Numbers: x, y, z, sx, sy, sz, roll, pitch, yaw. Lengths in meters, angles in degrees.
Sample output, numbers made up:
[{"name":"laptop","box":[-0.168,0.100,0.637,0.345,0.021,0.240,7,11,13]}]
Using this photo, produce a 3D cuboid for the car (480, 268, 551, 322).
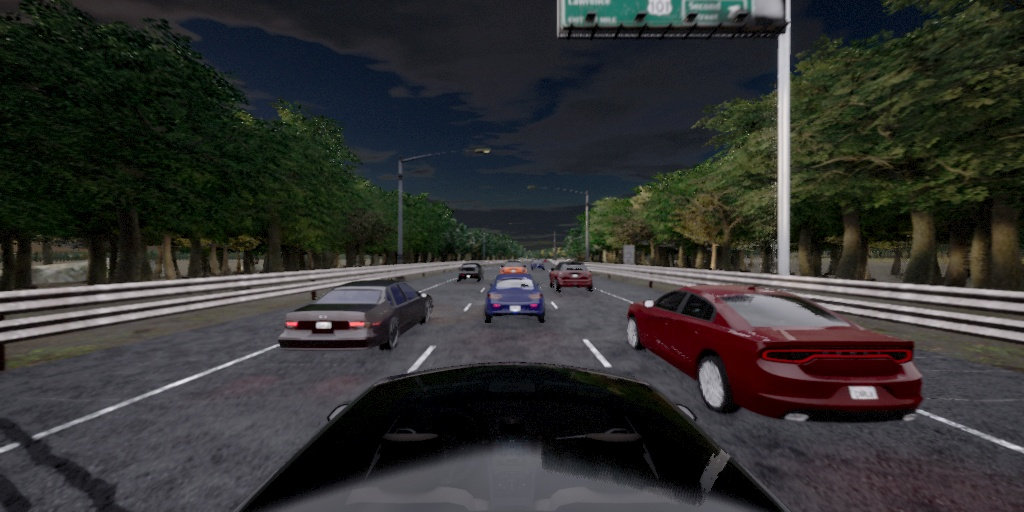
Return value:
[{"name":"car","box":[0.085,1.296,12.242,1.812,1.442,4.674,0,0,0]}]

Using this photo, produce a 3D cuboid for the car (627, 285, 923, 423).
[{"name":"car","box":[3.498,1.216,6.046,1.882,1.535,5.008,0,0,0]}]

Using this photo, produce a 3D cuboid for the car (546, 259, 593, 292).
[{"name":"car","box":[3.498,1.131,22.000,2.097,1.767,4.553,0,0,0]}]

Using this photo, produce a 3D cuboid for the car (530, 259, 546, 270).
[{"name":"car","box":[4.069,1.342,57.797,2.097,1.767,4.553,0,0,2]}]

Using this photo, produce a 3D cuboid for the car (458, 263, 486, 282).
[{"name":"car","box":[-3.370,1.341,30.249,1.837,1.490,4.892,0,0,0]}]

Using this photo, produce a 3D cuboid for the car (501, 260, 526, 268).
[{"name":"car","box":[0.129,1.187,29.878,2.097,1.767,4.553,0,0,0]}]

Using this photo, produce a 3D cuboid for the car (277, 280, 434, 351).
[{"name":"car","box":[-3.402,1.309,9.004,2.033,1.411,5.357,0,0,0]}]
